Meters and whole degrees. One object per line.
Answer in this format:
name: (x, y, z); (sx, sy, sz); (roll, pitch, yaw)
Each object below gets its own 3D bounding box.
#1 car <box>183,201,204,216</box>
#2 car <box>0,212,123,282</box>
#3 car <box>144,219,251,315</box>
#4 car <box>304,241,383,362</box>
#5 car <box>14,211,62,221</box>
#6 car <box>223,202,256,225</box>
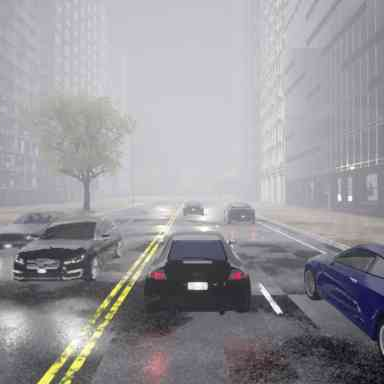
car: (0.144, 1.574, 32.260); (1.994, 1.385, 4.181); (0, 0, 0)
car: (-3.336, 1.508, 9.832); (1.837, 1.490, 4.892); (0, 0, 0)
car: (0.107, 1.566, 7.658); (1.994, 1.385, 4.181); (0, 0, 0)
car: (3.355, 1.527, 5.394); (1.812, 1.442, 4.674); (0, 0, 0)
car: (-6.582, 1.552, 14.573); (2.033, 1.411, 5.357); (0, 0, 0)
car: (3.382, 1.485, 24.454); (1.882, 1.535, 5.008); (0, 0, 0)
